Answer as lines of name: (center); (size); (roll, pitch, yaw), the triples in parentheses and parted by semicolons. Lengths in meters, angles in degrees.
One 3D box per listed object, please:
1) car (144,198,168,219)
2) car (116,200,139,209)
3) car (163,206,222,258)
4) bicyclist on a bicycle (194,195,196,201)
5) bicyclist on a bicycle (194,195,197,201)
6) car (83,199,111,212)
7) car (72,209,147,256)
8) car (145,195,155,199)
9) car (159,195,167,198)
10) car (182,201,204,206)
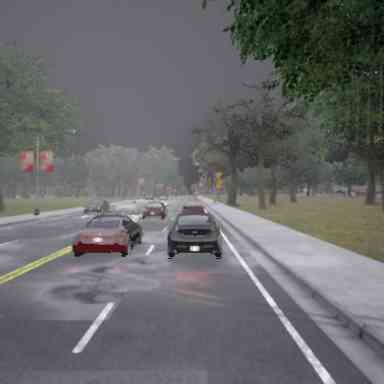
car: (-3.163, 1.549, 28.970); (1.812, 1.442, 4.674); (0, 0, 0)
car: (-6.603, 1.554, 34.460); (1.812, 1.442, 4.674); (0, 0, 0)
car: (0.091, 1.515, 12.752); (1.837, 1.490, 4.892); (0, 0, 0)
bicyclist on a bicycle: (0.872, 1.567, 90.688); (0.582, 1.620, 1.656); (0, 0, 0)
bicyclist on a bicycle: (0.869, 1.537, 81.686); (0.866, 1.612, 1.509); (0, 0, 0)
car: (-9.853, 1.534, 34.786); (1.837, 1.490, 4.892); (0, 0, 0)
car: (-3.160, 1.574, 13.170); (1.994, 1.385, 4.181); (0, 0, 0)
car: (-9.770, 1.342, 77.233); (1.882, 1.535, 5.008); (0, 0, 0)
car: (-6.519, 1.489, 75.013); (1.812, 1.442, 4.674); (0, 0, 0)
car: (0.088, 1.501, 29.608); (1.882, 1.535, 5.008); (0, 0, 0)
